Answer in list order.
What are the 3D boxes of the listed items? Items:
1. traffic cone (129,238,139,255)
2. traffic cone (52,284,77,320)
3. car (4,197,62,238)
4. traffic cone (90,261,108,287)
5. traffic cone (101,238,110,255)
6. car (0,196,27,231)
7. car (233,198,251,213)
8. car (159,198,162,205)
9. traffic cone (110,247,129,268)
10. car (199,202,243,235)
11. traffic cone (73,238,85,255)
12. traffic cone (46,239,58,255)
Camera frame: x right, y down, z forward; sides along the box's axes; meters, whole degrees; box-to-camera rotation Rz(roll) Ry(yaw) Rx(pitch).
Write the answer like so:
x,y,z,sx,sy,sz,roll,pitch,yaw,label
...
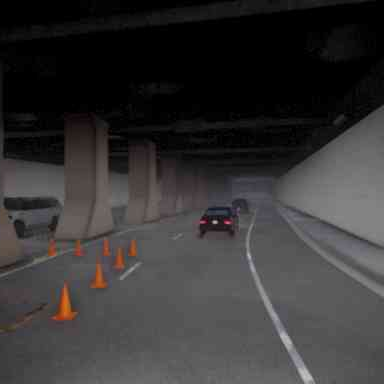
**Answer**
x,y,z,sx,sy,sz,roll,pitch,yaw,label
-2.139,1.977,12.075,0.340,0.580,0.340,0,0,2,traffic cone
-2.323,1.976,6.078,0.340,0.580,0.340,0,0,2,traffic cone
-9.370,1.302,18.394,2.150,2.045,5.566,-1,0,10,car
-2.261,1.976,8.077,0.340,0.580,0.340,0,0,2,traffic cone
-3.138,1.985,12.106,0.340,0.580,0.340,0,0,2,traffic cone
-12.666,1.328,19.841,2.150,2.045,5.566,0,0,11,car
5.389,1.478,37.111,1.837,1.490,4.892,0,0,12,car
-4.351,1.410,59.571,2.097,1.767,4.553,0,0,12,car
-2.200,1.977,10.076,0.340,0.580,0.340,0,0,2,traffic cone
1.622,1.543,18.944,2.033,1.411,5.357,0,0,11,car
-4.138,1.992,12.137,0.340,0.580,0.340,0,0,2,traffic cone
-5.137,2.000,12.168,0.340,0.580,0.340,0,0,2,traffic cone
